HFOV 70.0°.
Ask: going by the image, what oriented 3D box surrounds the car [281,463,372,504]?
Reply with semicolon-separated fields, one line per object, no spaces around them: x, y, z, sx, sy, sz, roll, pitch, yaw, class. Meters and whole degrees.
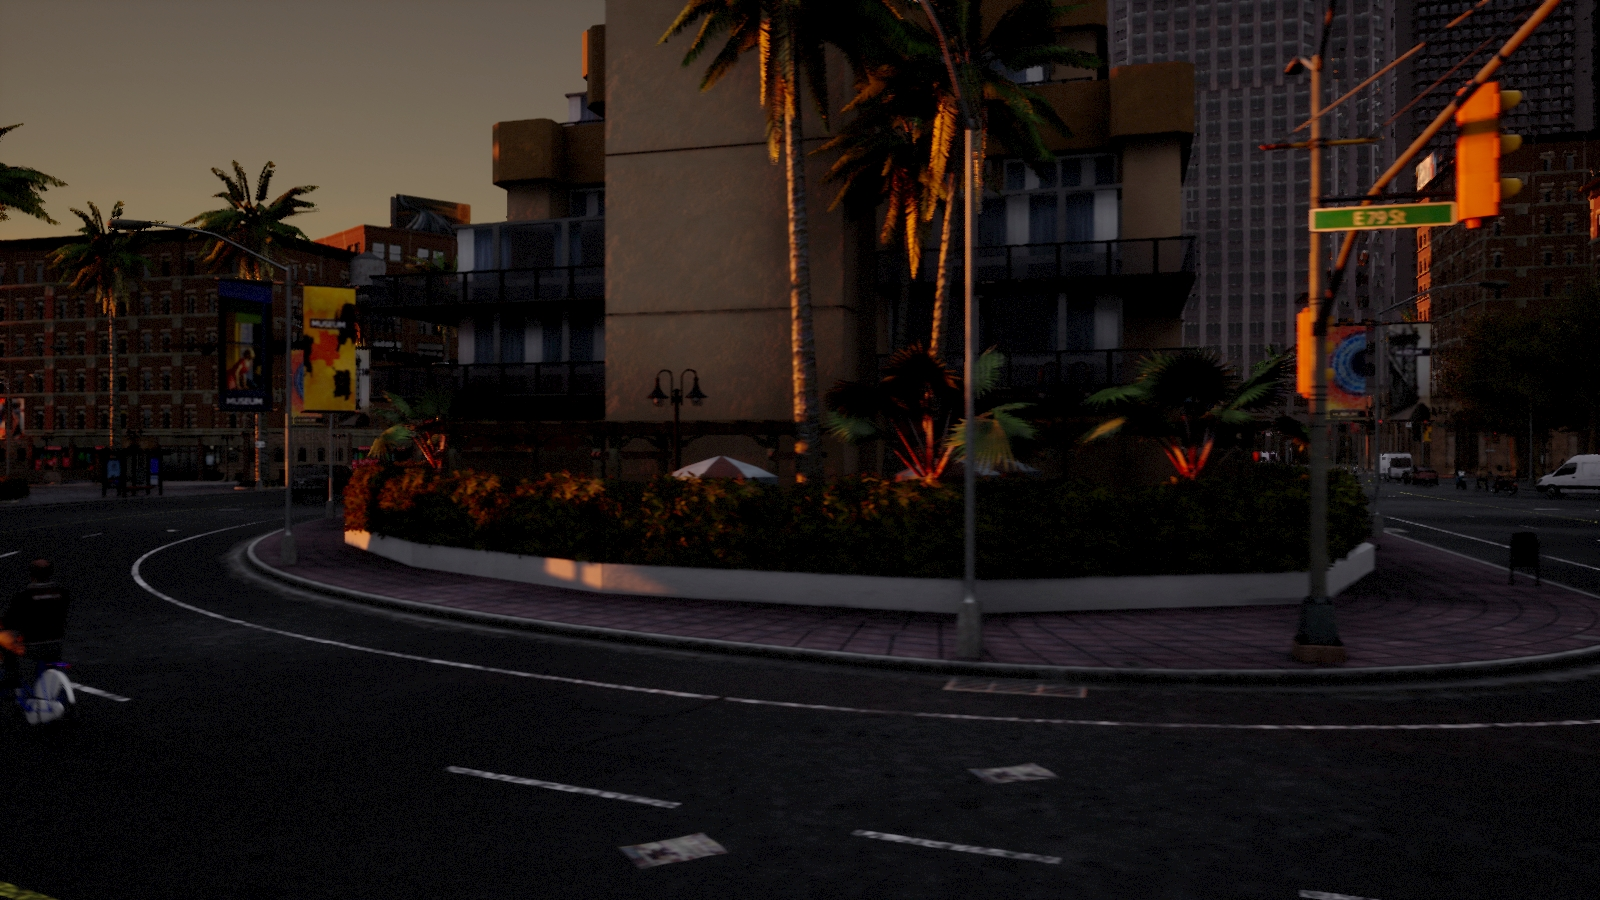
-25.959;1.792;62.880;2.150;2.045;5.566;0;0;7;car
